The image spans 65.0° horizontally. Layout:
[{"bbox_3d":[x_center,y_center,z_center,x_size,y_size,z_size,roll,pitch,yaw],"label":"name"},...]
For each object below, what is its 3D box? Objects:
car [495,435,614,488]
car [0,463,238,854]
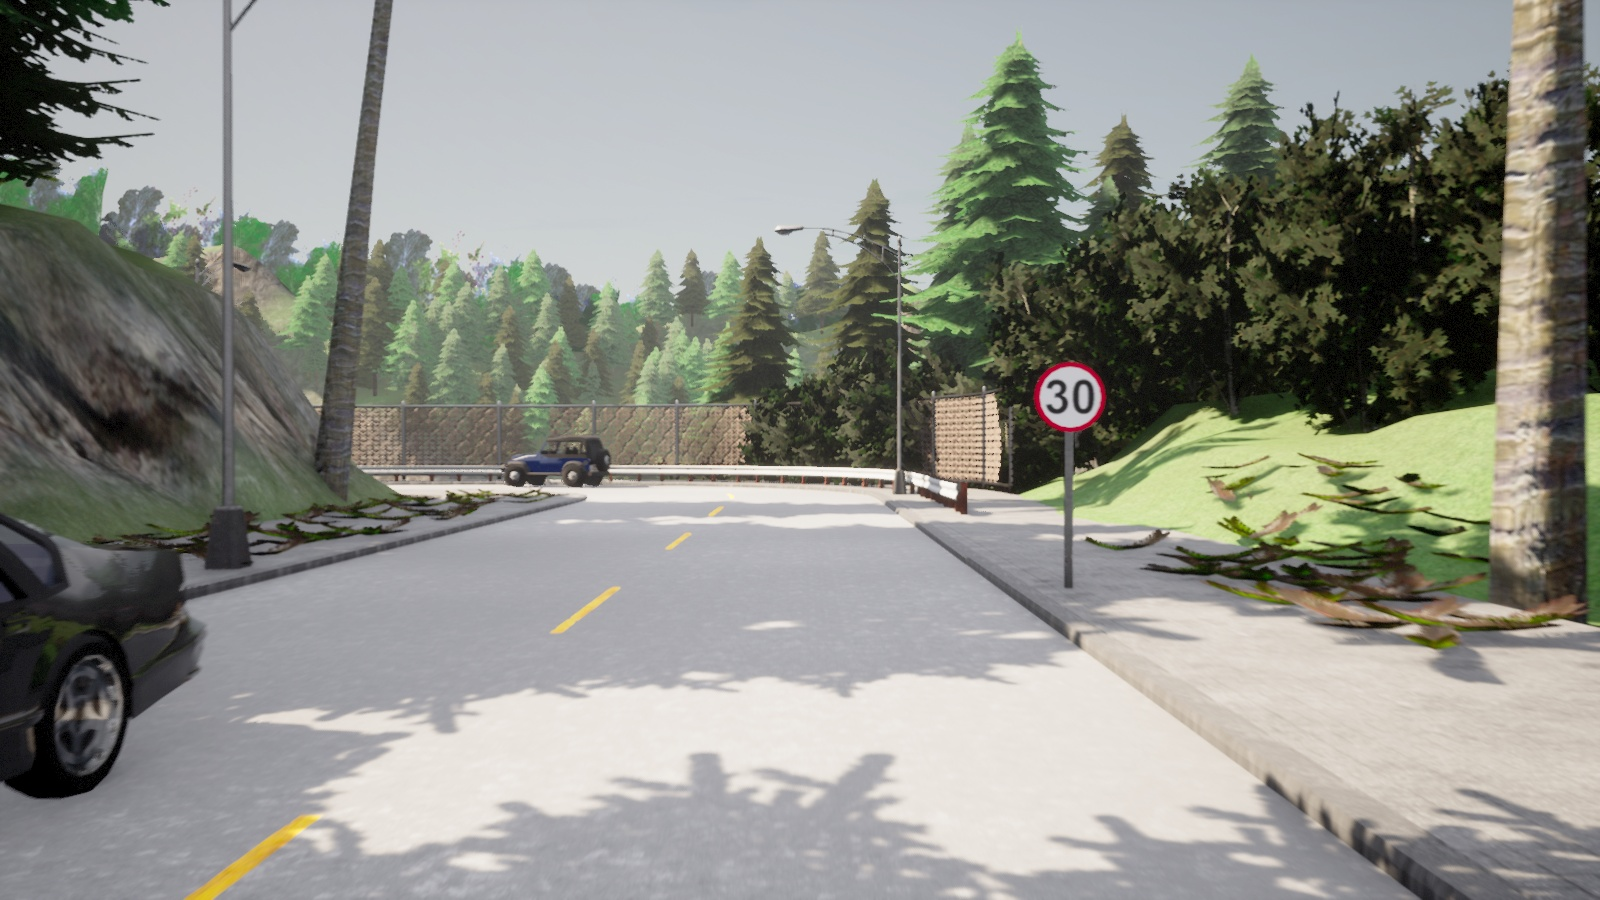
[{"bbox_3d":[-9.007,0.415,46.194,3.866,1.878,1.905,0,0,14],"label":"car"},{"bbox_3d":[-3.963,0.781,3.879,2.033,1.411,5.357,0,0,0],"label":"car"}]
